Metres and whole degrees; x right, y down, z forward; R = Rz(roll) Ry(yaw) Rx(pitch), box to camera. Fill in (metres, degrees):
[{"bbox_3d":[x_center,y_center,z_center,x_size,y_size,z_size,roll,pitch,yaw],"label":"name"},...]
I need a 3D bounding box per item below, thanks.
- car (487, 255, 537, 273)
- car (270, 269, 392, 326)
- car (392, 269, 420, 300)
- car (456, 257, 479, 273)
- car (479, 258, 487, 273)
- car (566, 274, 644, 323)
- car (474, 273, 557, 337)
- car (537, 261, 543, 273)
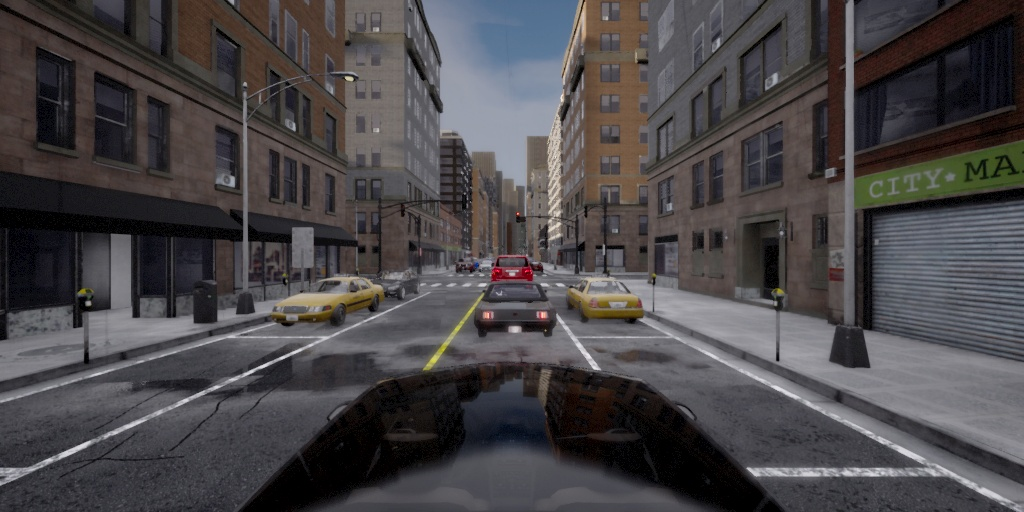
[{"bbox_3d":[0.008,0.974,19.993,2.150,2.045,5.566,0,0,0],"label":"car"},{"bbox_3d":[-5.664,1.276,11.647,1.751,1.417,4.829,0,0,0],"label":"car"},{"bbox_3d":[-5.662,1.302,17.342,2.007,1.370,4.403,0,0,0],"label":"car"},{"bbox_3d":[-5.651,1.077,44.116,2.192,1.841,5.009,0,0,0],"label":"car"},{"bbox_3d":[-3.081,1.289,44.715,1.812,1.442,4.674,0,0,0],"label":"car"},{"bbox_3d":[2.861,1.276,11.983,1.751,1.417,4.829,0,0,0],"label":"car"},{"bbox_3d":[0.085,1.351,10.223,1.895,1.301,4.718,0,0,0],"label":"car"},{"bbox_3d":[2.874,1.307,44.112,1.888,1.381,4.507,0,0,0],"label":"car"}]
